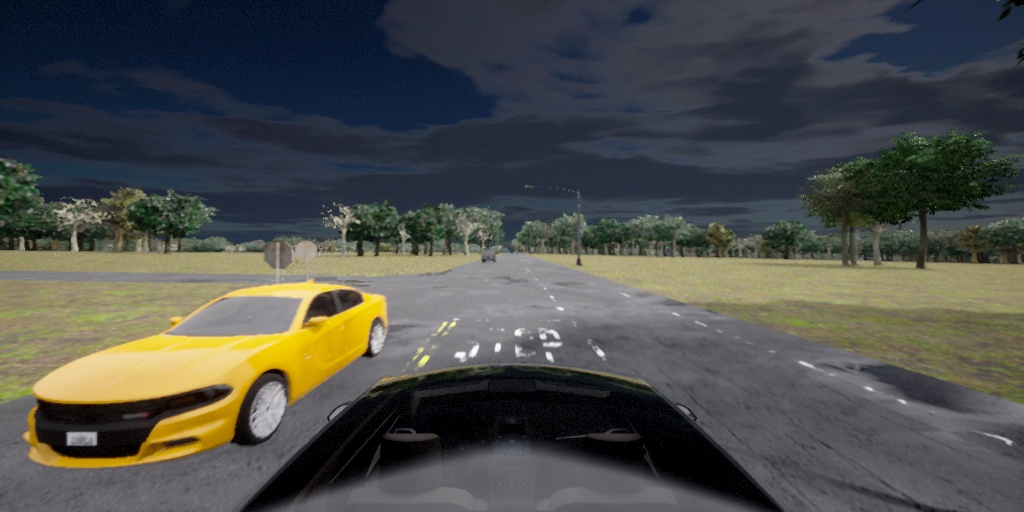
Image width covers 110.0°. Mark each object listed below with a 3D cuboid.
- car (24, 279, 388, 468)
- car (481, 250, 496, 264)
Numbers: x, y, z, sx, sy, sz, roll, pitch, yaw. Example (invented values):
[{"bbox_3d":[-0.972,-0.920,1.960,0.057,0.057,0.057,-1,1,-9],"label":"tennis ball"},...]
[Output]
[{"bbox_3d":[-3.500,1.182,5.410,1.882,1.535,5.008,0,1,0],"label":"car"},{"bbox_3d":[-3.641,0.119,56.867,2.150,2.045,5.566,0,1,0],"label":"car"}]
